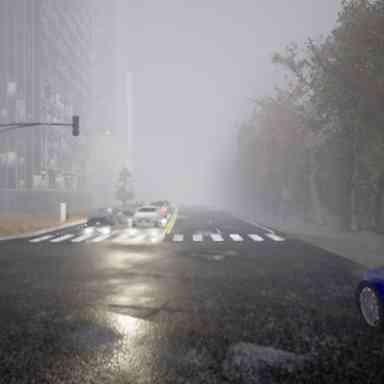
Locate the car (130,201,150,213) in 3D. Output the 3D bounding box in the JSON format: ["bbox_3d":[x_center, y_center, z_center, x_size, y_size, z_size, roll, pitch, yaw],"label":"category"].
[{"bbox_3d":[-7.156,2.000,46.036,2.128,1.511,4.902,0,-1,-2],"label":"car"}]

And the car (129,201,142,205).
[{"bbox_3d":[-6.848,1.949,36.019,2.033,1.411,5.357,0,-1,-1],"label":"car"}]

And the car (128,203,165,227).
[{"bbox_3d":[-3.378,1.805,25.701,1.812,1.442,4.674,0,-1,0],"label":"car"}]

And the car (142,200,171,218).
[{"bbox_3d":[-3.565,1.723,34.531,2.097,1.767,4.553,0,-1,-1],"label":"car"}]

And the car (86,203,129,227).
[{"bbox_3d":[-6.638,1.845,26.009,2.033,1.411,5.357,0,-1,-1],"label":"car"}]

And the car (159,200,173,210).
[{"bbox_3d":[-4.160,2.126,53.842,2.033,1.411,5.357,0,-1,-1],"label":"car"}]

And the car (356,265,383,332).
[{"bbox_3d":[3.421,1.395,3.208,1.812,1.442,4.674,-1,3,1],"label":"car"}]
